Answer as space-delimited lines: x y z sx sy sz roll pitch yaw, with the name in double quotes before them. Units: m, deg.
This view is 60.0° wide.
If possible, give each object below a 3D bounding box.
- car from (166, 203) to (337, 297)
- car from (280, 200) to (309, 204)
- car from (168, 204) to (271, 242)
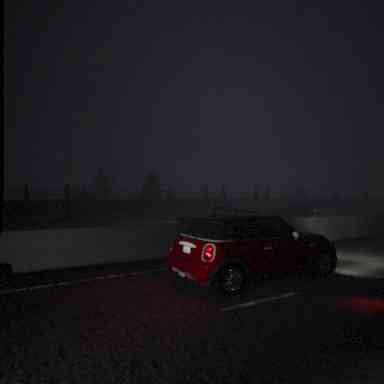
"car" 1.694 1.336 8.715 4.553 1.767 2.097 0 0 -31
"car" 8.515 1.474 28.790 4.902 1.511 2.128 0 0 -28
"car" 1.434 1.462 16.971 4.902 1.511 2.128 0 0 -29
